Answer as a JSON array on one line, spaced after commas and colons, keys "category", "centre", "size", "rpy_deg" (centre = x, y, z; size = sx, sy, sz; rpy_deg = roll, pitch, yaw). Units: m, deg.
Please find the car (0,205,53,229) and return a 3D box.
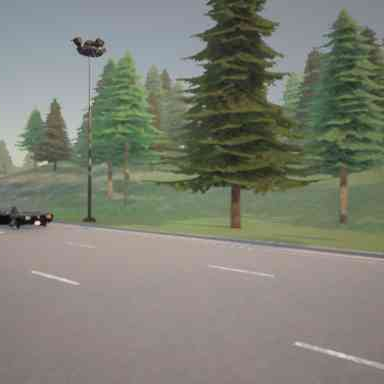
[{"category": "car", "centre": [-10.536, 1.458, 20.104], "size": [4.718, 1.301, 1.895], "rpy_deg": [0, 0, 35]}]
